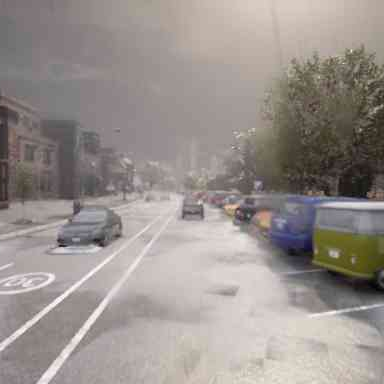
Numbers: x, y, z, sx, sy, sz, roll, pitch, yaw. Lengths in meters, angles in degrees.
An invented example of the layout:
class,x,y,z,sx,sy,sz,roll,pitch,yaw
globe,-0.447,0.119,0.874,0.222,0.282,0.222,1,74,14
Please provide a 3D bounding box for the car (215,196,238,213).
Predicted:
class,x,y,z,sx,sy,sz,roll,pitch,yaw
car,5.118,1.358,29.255,5.366,1.575,1.946,1,1,-20

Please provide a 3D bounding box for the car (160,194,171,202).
class,x,y,z,sx,sy,sz,roll,pitch,yaw
car,-5.089,1.063,64.033,1.812,1.442,4.674,0,1,-2

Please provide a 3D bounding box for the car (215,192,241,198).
class,x,y,z,sx,sy,sz,roll,pitch,yaw
car,5.227,1.192,35.254,4.553,1.767,2.185,1,0,-21

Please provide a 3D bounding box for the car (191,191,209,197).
class,x,y,z,sx,sy,sz,roll,pitch,yaw
car,2.274,0.596,94.544,4.553,1.767,2.185,1,0,-25

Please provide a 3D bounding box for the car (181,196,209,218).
class,x,y,z,sx,sy,sz,roll,pitch,yaw
car,0.082,1.374,28.688,2.128,1.511,4.902,0,1,0

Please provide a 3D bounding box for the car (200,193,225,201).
class,x,y,z,sx,sy,sz,roll,pitch,yaw
car,4.222,1.016,67.885,4.674,1.452,2.002,0,1,-23

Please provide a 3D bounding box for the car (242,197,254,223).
class,x,y,z,sx,sy,sz,roll,pitch,yaw
car,5.324,1.305,17.471,4.553,1.767,2.185,1,1,-20

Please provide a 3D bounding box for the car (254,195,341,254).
class,x,y,z,sx,sy,sz,roll,pitch,yaw
car,5.326,1.203,11.551,5.566,2.045,2.435,1,0,-20

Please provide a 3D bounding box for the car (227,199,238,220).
class,x,y,z,sx,sy,sz,roll,pitch,yaw
car,5.320,1.430,23.399,4.792,1.488,2.163,1,0,-20

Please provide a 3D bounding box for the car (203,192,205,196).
class,x,y,z,sx,sy,sz,roll,pitch,yaw
car,4.740,1.151,56.032,4.674,1.452,2.002,0,1,-22

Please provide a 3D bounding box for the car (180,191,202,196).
class,x,y,z,sx,sy,sz,roll,pitch,yaw
car,-0.156,1.103,44.348,2.097,1.767,4.553,0,0,-1

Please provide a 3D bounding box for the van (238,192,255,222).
class,x,y,z,sx,sy,sz,roll,pitch,yaw
van,5.401,1.191,20.469,4.442,1.987,1.878,1,0,-20

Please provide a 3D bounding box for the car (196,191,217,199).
class,x,y,z,sx,sy,sz,roll,pitch,yaw
car,3.459,0.727,79.735,4.553,1.767,2.185,0,0,-24

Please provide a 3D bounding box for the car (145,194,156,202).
class,x,y,z,sx,sy,sz,roll,pitch,yaw
car,-7.881,1.085,64.197,2.033,1.411,5.357,0,1,-2

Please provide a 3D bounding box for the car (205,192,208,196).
class,x,y,z,sx,sy,sz,roll,pitch,yaw
car,5.138,1.177,50.186,5.366,1.575,1.946,1,0,-22

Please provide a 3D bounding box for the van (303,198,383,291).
class,x,y,z,sx,sy,sz,roll,pitch,yaw
van,5.404,1.239,8.625,4.442,1.987,1.878,1,0,-20

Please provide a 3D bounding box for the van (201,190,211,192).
class,x,y,z,sx,sy,sz,roll,pitch,yaw
van,4.412,0.816,61.900,4.442,1.987,1.878,0,1,-23

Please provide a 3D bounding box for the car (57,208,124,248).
class,x,y,z,sx,sy,sz,roll,pitch,yaw
car,-4.252,1.465,14.608,1.812,1.442,4.674,0,1,1

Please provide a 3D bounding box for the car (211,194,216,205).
class,x,y,z,sx,sy,sz,roll,pitch,yaw
car,5.175,1.307,41.206,4.674,1.452,2.002,1,1,-21

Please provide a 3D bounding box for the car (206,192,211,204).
class,x,y,z,sx,sy,sz,roll,pitch,yaw
car,5.040,1.209,47.149,5.008,1.535,2.097,1,0,-22

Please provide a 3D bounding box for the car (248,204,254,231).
class,x,y,z,sx,sy,sz,roll,pitch,yaw
car,5.303,1.443,14.497,5.008,1.535,2.097,1,1,-20

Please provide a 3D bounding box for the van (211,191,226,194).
class,x,y,z,sx,sy,sz,roll,pitch,yaw
van,5.226,1.014,44.223,4.442,1.987,1.878,1,0,-21

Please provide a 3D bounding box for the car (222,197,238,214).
class,x,y,z,sx,sy,sz,roll,pitch,yaw
car,5.469,1.381,26.414,5.366,1.575,1.946,1,0,-20
